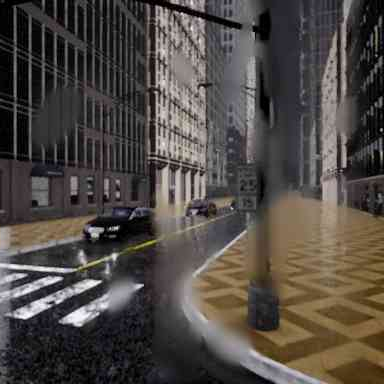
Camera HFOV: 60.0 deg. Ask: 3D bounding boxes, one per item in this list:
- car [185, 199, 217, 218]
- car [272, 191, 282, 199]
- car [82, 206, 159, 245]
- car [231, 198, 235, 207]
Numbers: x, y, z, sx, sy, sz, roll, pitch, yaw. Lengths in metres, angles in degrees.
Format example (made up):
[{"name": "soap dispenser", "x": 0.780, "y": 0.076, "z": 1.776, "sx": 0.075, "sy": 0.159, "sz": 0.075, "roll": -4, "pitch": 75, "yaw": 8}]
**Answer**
[{"name": "car", "x": 0.879, "y": 1.404, "z": 28.674, "sx": 2.128, "sy": 1.511, "sz": 4.902, "roll": 0, "pitch": 0, "yaw": 17}, {"name": "car", "x": 23.054, "y": 1.267, "z": 90.981, "sx": 2.128, "sy": 1.511, "sz": 4.902, "roll": 0, "pitch": 0, "yaw": 17}, {"name": "car", "x": -3.131, "y": 1.437, "z": 15.491, "sx": 2.128, "sy": 1.511, "sz": 4.902, "roll": 0, "pitch": 0, "yaw": 17}, {"name": "car", "x": 6.914, "y": 1.418, "z": 48.195, "sx": 2.033, "sy": 1.411, "sz": 5.357, "roll": 0, "pitch": 0, "yaw": 17}]
